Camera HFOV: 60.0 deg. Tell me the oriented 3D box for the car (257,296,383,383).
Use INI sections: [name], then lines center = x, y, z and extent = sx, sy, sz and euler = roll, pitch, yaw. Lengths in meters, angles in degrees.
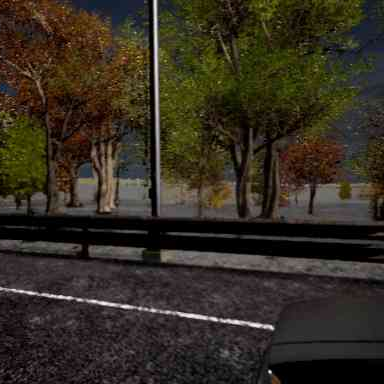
[car]
center = 3.290, 1.443, 2.616
extent = 5.357, 1.411, 2.033
euler = 0, 1, 22
